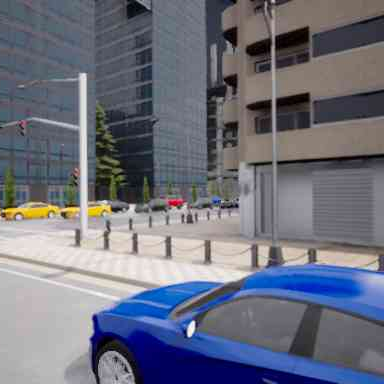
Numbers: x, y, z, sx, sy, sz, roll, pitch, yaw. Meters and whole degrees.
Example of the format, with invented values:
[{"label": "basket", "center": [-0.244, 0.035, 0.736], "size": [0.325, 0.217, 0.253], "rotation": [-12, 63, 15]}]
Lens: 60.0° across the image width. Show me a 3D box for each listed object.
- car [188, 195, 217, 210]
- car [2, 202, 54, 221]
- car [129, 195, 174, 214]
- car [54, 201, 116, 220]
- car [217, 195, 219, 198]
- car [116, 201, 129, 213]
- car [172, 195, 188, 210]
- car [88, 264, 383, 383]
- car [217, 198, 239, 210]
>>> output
[{"label": "car", "center": [1.113, 1.590, 47.056], "size": [2.097, 1.767, 4.553], "rotation": [-1, 0, 36]}, {"label": "car", "center": [-14.911, 1.757, 30.890], "size": [1.882, 1.535, 5.008], "rotation": [-1, 0, 36]}, {"label": "car", "center": [-4.690, 1.591, 39.045], "size": [2.097, 1.767, 4.553], "rotation": [-1, 0, 36]}, {"label": "car", "center": [-10.055, 1.718, 31.622], "size": [1.882, 1.535, 5.008], "rotation": [-1, 0, 36]}, {"label": "car", "center": [2.524, 1.498, 54.942], "size": [2.150, 2.045, 5.566], "rotation": [-1, 0, 36]}, {"label": "car", "center": [-9.401, 1.770, 38.502], "size": [2.128, 1.511, 4.902], "rotation": [-1, 0, 36]}, {"label": "car", "center": [-3.496, 1.499, 46.670], "size": [2.150, 2.045, 5.566], "rotation": [-1, 0, 35]}, {"label": "car", "center": [1.061, 1.488, 3.235], "size": [5.008, 1.535, 1.882], "rotation": [-1, 0, 36]}, {"label": "car", "center": [5.921, 1.798, 47.407], "size": [1.895, 1.301, 4.718], "rotation": [-1, 0, 36]}]
